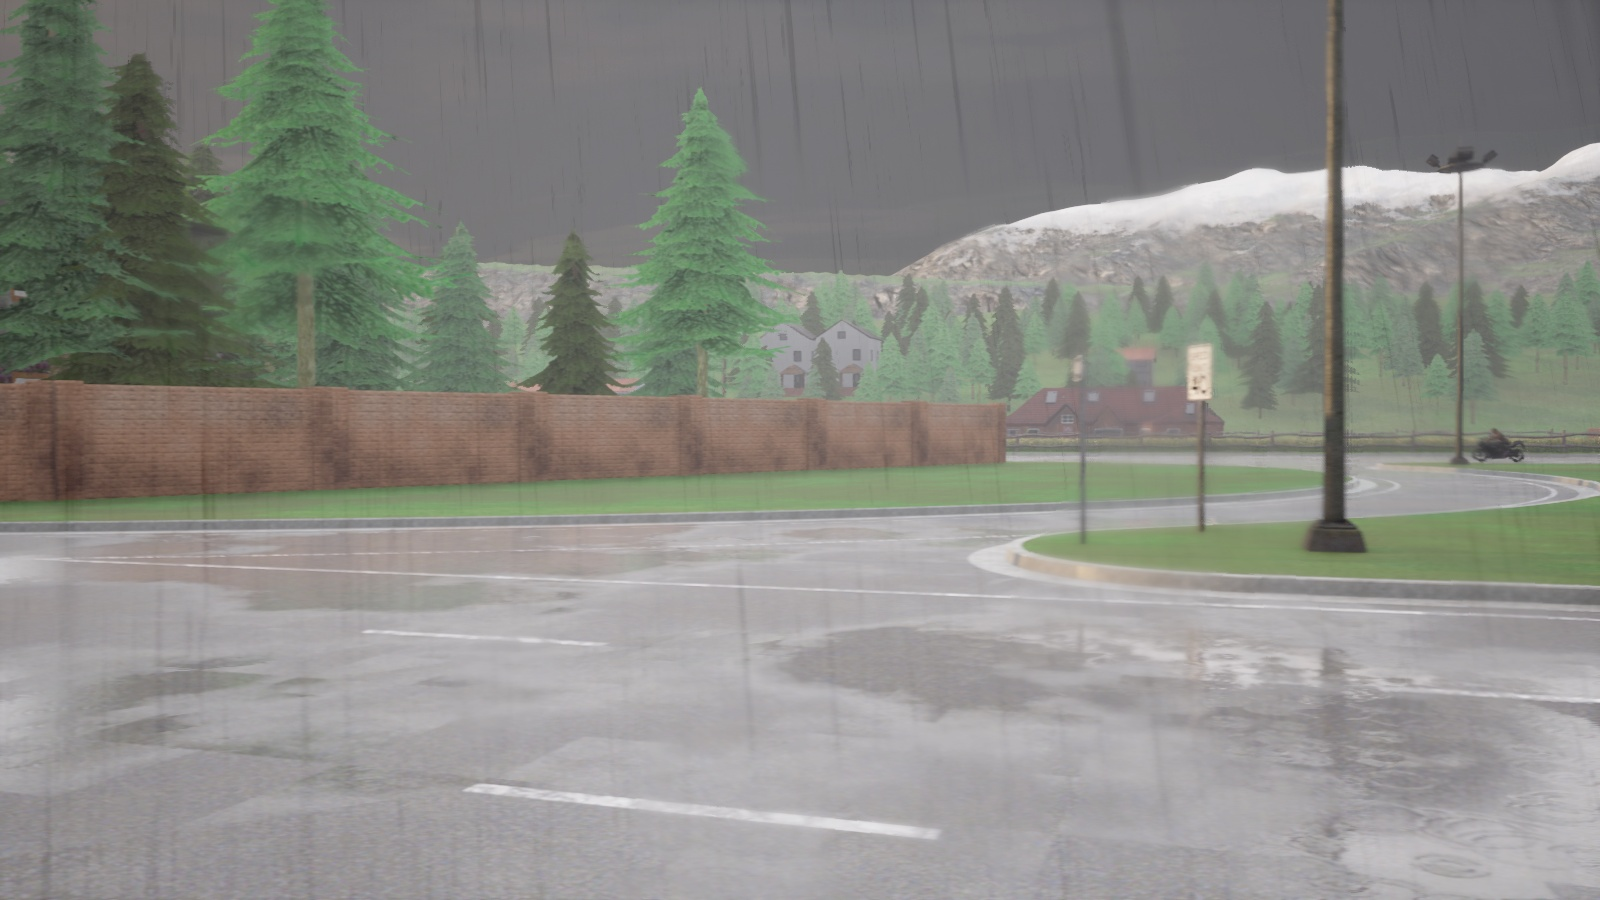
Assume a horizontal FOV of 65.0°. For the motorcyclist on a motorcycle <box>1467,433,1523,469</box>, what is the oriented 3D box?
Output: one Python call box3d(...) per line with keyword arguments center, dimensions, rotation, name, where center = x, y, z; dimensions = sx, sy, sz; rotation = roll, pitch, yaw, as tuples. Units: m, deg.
box3d(center=(30.583, 0.038, 55.272), dimensions=(2.044, 1.523, 0.797), rotation=(1, 1, 18), name="motorcyclist on a motorcycle")
